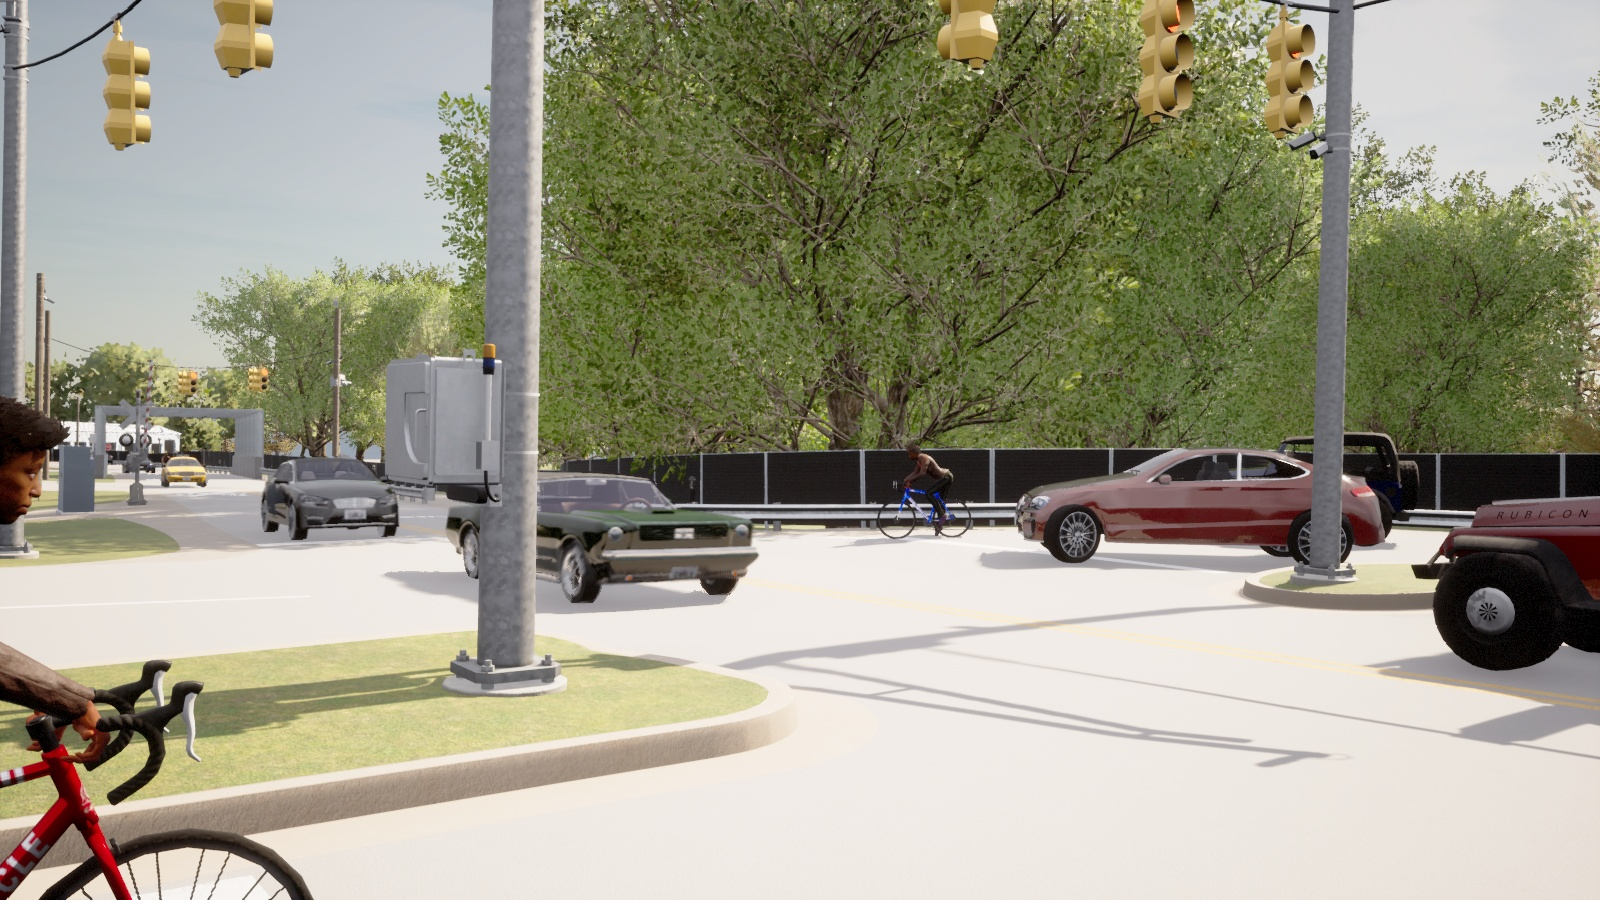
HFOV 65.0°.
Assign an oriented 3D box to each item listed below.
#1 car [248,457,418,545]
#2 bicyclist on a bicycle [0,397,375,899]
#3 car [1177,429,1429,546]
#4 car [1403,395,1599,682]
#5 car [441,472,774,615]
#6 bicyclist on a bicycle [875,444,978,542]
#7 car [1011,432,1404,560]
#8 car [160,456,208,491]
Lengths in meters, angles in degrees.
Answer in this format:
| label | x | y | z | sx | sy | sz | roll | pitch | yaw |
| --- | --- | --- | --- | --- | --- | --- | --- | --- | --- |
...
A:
| label | x | y | z | sx | sy | sz | roll | pitch | yaw |
| --- | --- | --- | --- | --- | --- | --- | --- | --- | --- |
| car | -9.160 | 0.902 | 24.358 | 2.128 | 1.511 | 4.902 | 0 | 0 | -32 |
| bicyclist on a bicycle | -1.752 | 0.713 | 2.437 | 1.656 | 1.620 | 0.582 | 0 | 0 | -36 |
| car | 8.581 | 0.580 | 21.696 | 3.866 | 1.878 | 1.905 | 1 | 1 | 19 |
| car | 6.358 | 0.580 | 8.264 | 1.905 | 1.878 | 3.866 | 1 | -1 | -35 |
| car | -2.386 | 0.930 | 14.342 | 1.895 | 1.301 | 4.718 | 1 | -1 | -34 |
| bicyclist on a bicycle | 2.175 | 0.723 | 21.665 | 1.656 | 1.620 | 0.582 | -1 | 1 | -3 |
| car | 5.658 | 0.594 | 18.098 | 5.027 | 1.651 | 2.152 | 1 | 1 | 6 |
| car | -29.704 | 1.099 | 60.507 | 1.801 | 1.575 | 5.366 | 0 | 0 | -29 |
